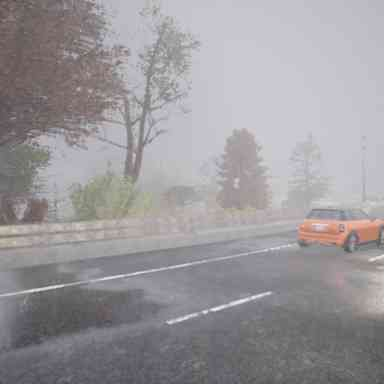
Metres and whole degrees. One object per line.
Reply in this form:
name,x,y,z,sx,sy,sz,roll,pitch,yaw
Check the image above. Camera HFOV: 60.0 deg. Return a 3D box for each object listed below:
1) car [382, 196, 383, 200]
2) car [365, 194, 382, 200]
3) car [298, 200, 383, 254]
car,41.888,1.442,71.089,1.837,1.490,4.892,0,0,8
car,38.450,1.307,71.738,2.097,1.767,4.553,0,0,8
car,6.419,1.382,14.023,4.553,1.767,2.097,0,0,-42
